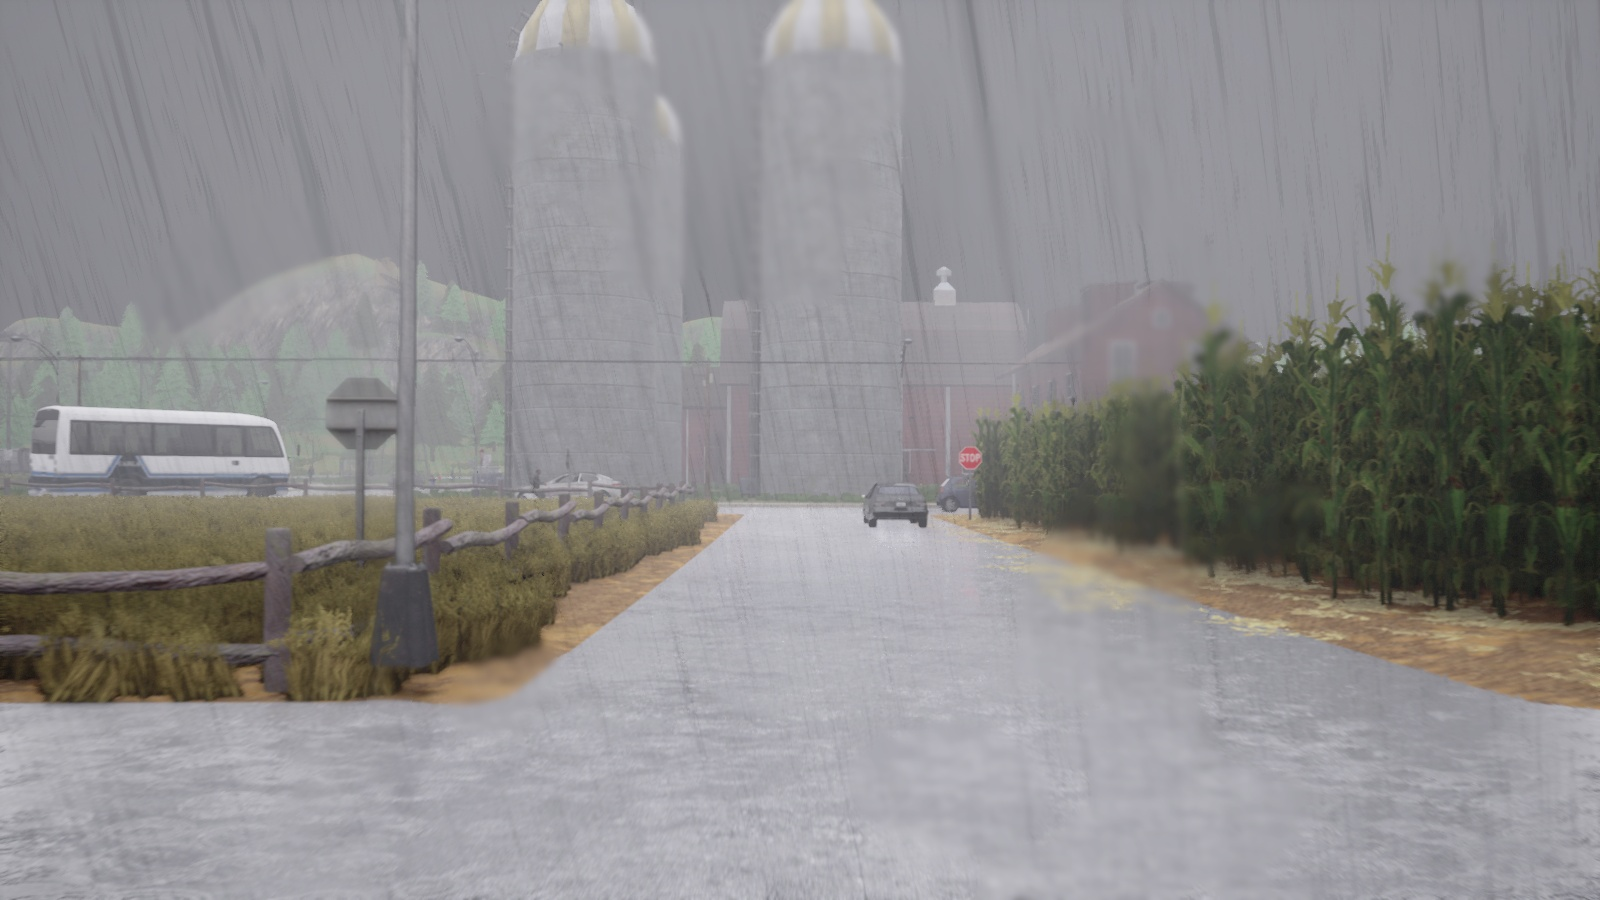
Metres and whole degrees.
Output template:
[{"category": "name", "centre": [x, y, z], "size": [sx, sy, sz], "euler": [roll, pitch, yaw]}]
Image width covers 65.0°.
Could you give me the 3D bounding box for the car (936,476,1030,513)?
[{"category": "car", "centre": [7.609, 1.830, 52.391], "size": [3.633, 1.501, 1.845], "euler": [0, -1, 0]}]

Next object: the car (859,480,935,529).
[{"category": "car", "centre": [3.031, 1.696, 40.280], "size": [2.033, 1.411, 5.357], "euler": [0, -1, 0]}]

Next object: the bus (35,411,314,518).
[{"category": "bus", "centre": [-27.358, 0.635, 55.515], "size": [3.944, 4.253, 10.273], "euler": [0, 0, 40]}]

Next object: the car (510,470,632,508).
[{"category": "car", "centre": [-10.127, 1.722, 55.786], "size": [5.027, 1.651, 2.152], "euler": [0, -1, 1]}]
